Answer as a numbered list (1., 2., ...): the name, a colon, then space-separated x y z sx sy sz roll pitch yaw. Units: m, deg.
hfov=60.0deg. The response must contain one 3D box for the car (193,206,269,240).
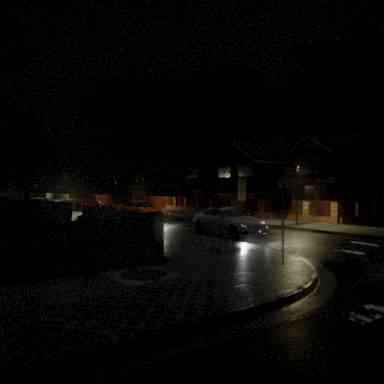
1. car: 1.778 1.469 16.833 1.812 1.442 4.674 0 0 -33

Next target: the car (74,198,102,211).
1. car: -10.979 1.367 35.114 1.812 1.442 4.674 0 0 -34

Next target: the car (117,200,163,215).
1. car: -4.008 1.375 25.194 1.882 1.535 5.008 0 0 -35
